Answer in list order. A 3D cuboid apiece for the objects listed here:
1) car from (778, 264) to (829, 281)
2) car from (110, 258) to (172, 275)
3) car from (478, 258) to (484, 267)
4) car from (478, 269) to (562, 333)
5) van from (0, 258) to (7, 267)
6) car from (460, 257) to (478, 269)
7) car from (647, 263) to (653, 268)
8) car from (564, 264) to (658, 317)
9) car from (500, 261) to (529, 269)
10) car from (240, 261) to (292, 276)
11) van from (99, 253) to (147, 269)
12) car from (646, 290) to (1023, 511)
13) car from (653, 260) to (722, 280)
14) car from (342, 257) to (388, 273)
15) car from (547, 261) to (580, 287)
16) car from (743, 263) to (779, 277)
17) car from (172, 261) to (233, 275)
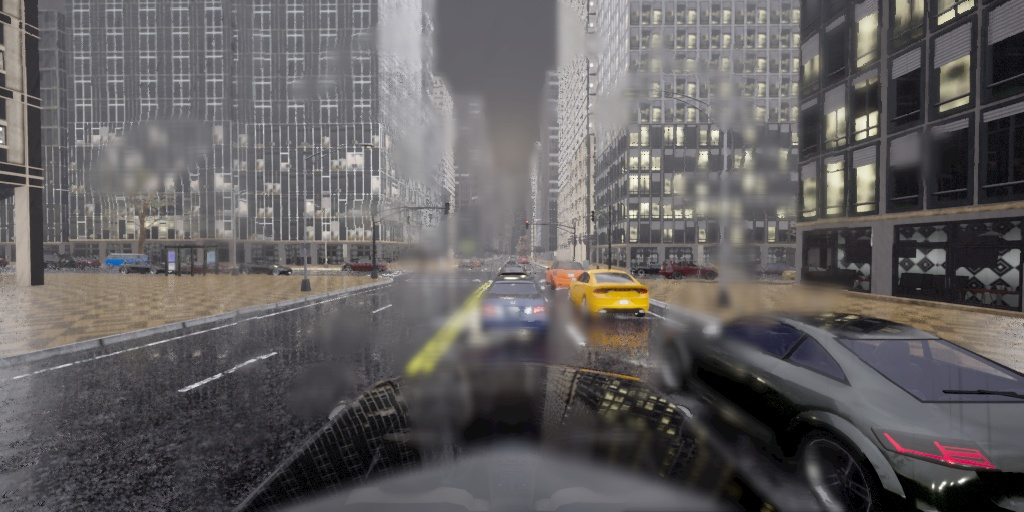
[{"bbox_3d":[27.575,1.578,32.681,4.829,1.417,1.751,0,0,1],"label":"car"},{"bbox_3d":[-34.165,1.068,33.578,4.313,1.339,1.948,0,0,1],"label":"car"},{"bbox_3d":[-6.696,1.054,64.259,2.097,1.767,4.553,0,0,0],"label":"car"},{"bbox_3d":[0.081,1.294,10.735,2.033,1.411,5.357,0,0,1],"label":"car"},{"bbox_3d":[-51.210,0.686,33.939,3.998,1.789,1.690,0,0,1],"label":"van"},{"bbox_3d":[-6.706,1.277,54.258,1.994,1.385,4.181,0,0,0],"label":"car"},{"bbox_3d":[15.189,1.452,38.646,4.718,1.301,1.895,1,1,1],"label":"car"},{"bbox_3d":[3.325,1.223,13.142,1.882,1.535,5.008,0,0,0],"label":"car"},{"bbox_3d":[0.060,1.232,20.488,2.128,1.511,4.902,0,0,0],"label":"car"},{"bbox_3d":[-22.800,1.173,33.296,4.313,1.339,1.948,0,0,1],"label":"car"},{"bbox_3d":[-45.375,0.604,42.214,3.998,1.789,1.690,0,0,1],"label":"van"},{"bbox_3d":[3.339,1.313,4.057,1.994,1.385,4.181,0,0,0],"label":"car"},{"bbox_3d":[16.126,1.268,32.853,5.009,1.841,2.192,0,0,1],"label":"car"},{"bbox_3d":[-16.036,0.924,39.081,4.553,1.767,2.097,1,1,1],"label":"car"},{"bbox_3d":[3.305,1.092,22.147,2.097,1.767,4.553,0,0,0],"label":"car"},{"bbox_3d":[27.948,1.510,38.449,5.357,1.411,2.033,0,1,1],"label":"car"},{"bbox_3d":[-28.484,1.137,33.417,4.207,1.307,1.802,0,0,1],"label":"car"}]
